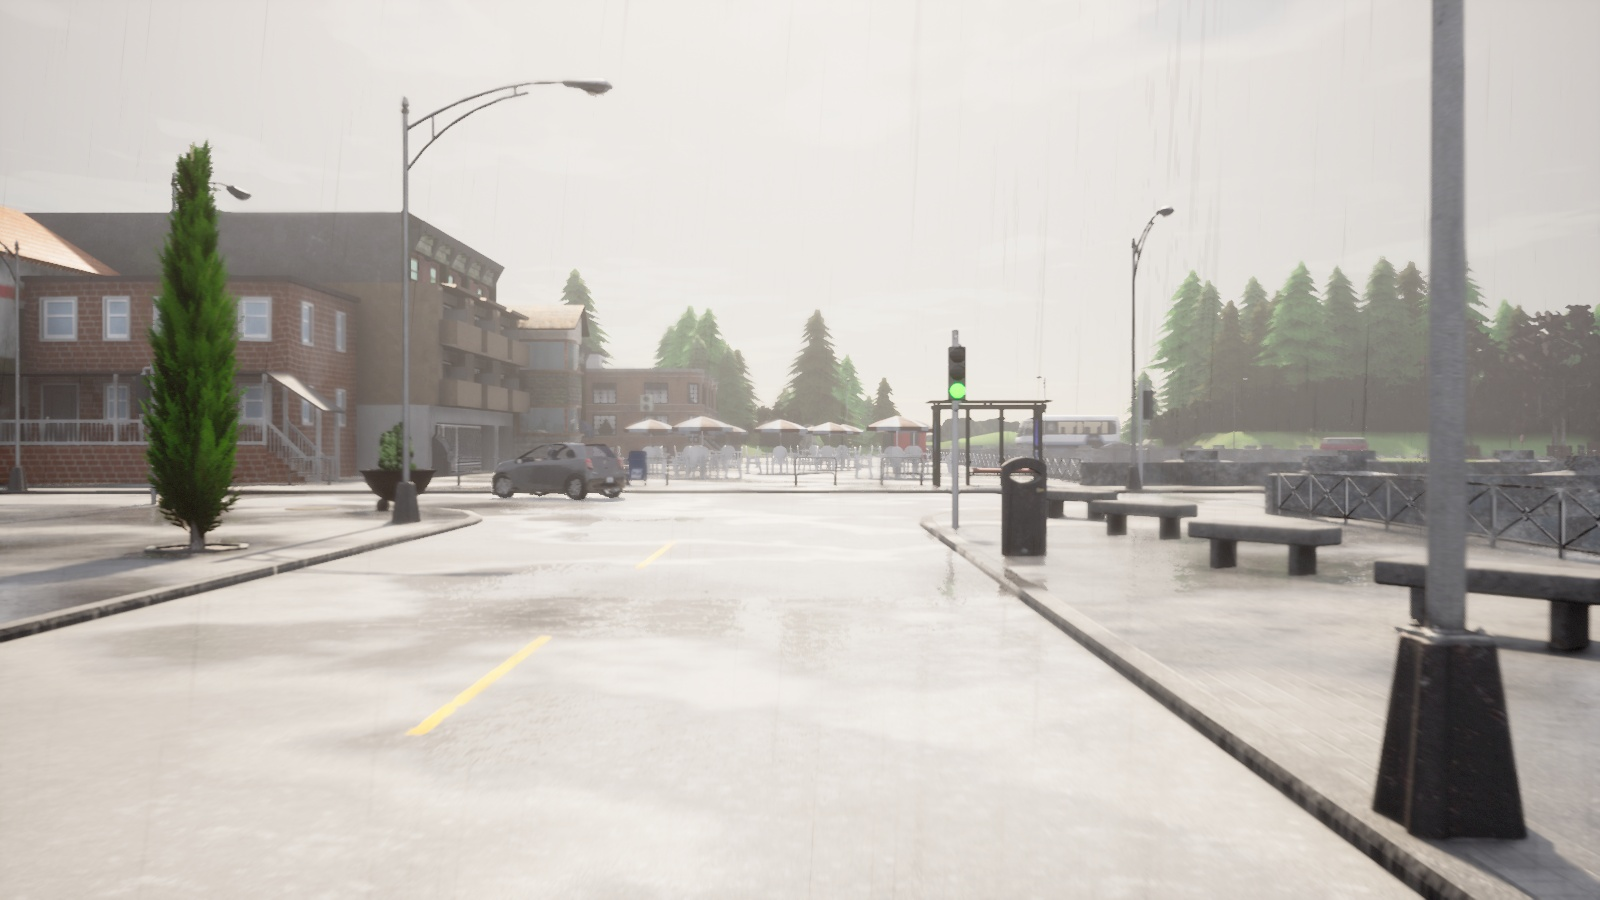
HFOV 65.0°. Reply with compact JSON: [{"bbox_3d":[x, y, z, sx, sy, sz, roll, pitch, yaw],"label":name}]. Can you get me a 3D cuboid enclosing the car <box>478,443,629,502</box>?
[{"bbox_3d":[-6.604,0.566,33.575,3.633,1.501,1.845,0,0,29],"label":"car"}]
